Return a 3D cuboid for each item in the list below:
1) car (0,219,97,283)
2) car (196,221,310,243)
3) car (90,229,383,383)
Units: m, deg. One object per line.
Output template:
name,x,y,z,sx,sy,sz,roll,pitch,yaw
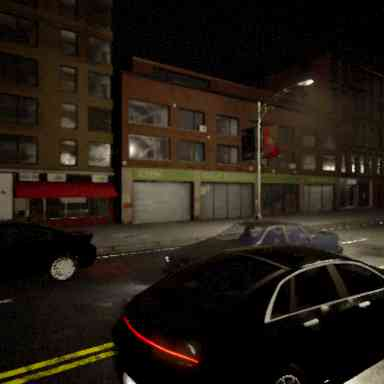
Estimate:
car,-4.901,1.474,8.149,5.008,1.535,1.882,0,0,-35
car,1.872,1.511,8.938,5.357,1.411,2.033,0,0,-35
car,1.405,1.484,4.442,4.892,1.490,1.837,0,0,-36
